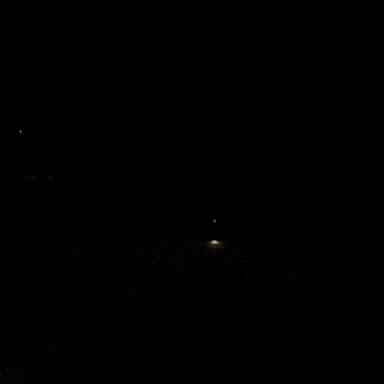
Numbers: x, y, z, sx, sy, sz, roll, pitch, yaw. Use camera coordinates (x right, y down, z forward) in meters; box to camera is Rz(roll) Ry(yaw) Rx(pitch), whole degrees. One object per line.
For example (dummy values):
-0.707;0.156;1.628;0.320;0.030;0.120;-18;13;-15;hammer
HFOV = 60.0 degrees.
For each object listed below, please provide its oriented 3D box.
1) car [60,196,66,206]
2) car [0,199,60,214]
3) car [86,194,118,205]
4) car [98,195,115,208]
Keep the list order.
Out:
-16.207;1.112;44.547;2.008;1.369;4.403;2;2;35;car
-15.198;1.326;31.269;2.008;1.369;4.403;2;2;35;car
-13.190;1.063;48.784;1.947;1.339;4.313;2;2;35;car
-8.959;1.228;40.030;1.802;1.307;4.206;2;2;35;car
